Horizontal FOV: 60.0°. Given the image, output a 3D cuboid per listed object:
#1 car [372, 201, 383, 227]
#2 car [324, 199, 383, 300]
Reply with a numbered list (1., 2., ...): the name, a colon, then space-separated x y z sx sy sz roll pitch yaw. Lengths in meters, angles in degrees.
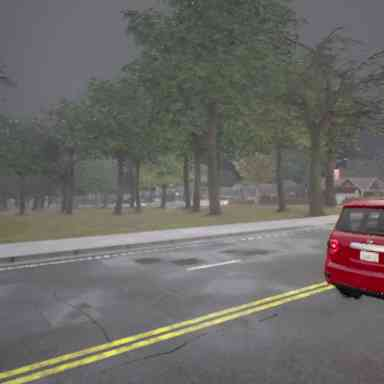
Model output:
1. car: 13.701 1.347 21.314 4.892 1.490 1.837 0 0 -35
2. car: 5.135 1.159 7.099 5.566 2.045 2.150 0 0 -35
